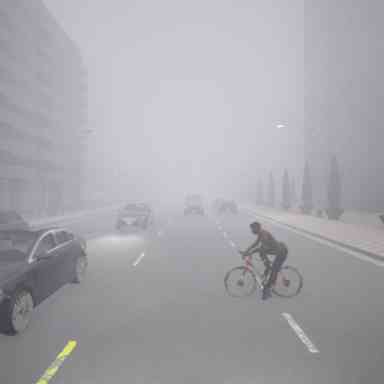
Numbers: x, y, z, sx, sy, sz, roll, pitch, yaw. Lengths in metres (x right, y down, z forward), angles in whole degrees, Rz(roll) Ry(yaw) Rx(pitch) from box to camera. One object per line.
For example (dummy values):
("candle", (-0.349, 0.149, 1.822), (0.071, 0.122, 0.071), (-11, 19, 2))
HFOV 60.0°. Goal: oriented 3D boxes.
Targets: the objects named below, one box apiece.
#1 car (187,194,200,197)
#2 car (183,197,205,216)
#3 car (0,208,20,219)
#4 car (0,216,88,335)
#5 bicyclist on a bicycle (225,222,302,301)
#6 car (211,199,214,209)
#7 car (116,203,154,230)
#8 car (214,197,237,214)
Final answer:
("car", (0.220, 1.221, 43.921), (2.150, 2.045, 5.566), (0, 0, 1))
("car", (0.184, 1.526, 31.819), (1.812, 1.442, 4.674), (0, 0, 0))
("car", (-7.101, 1.351, 10.680), (2.097, 1.767, 4.553), (0, 0, 0))
("car", (-3.608, 1.493, 6.784), (2.128, 1.511, 4.902), (0, 0, 0))
("bicyclist on a bicycle", (1.506, 1.452, 7.024), (1.656, 1.620, 0.582), (0, 0, 0))
("car", (3.663, 1.505, 45.585), (1.837, 1.490, 4.892), (0, 0, 1))
("car", (-3.563, 1.490, 21.394), (2.128, 1.511, 4.902), (0, 0, 0))
("car", (3.659, 1.505, 35.317), (1.837, 1.490, 4.892), (0, 0, 1))
